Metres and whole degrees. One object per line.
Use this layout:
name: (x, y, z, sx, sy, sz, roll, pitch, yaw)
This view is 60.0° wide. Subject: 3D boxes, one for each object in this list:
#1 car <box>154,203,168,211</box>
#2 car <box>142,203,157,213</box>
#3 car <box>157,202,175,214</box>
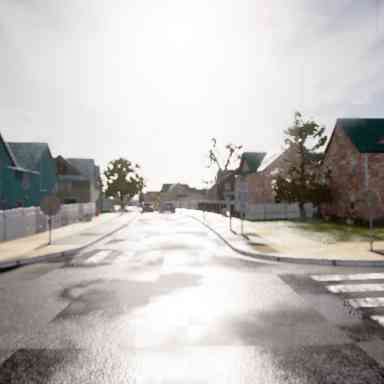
car: (-5.746, 2.714, 60.852, 1.882, 1.535, 5.008, 0, -2, -12)
car: (-7.270, 2.582, 54.596, 1.837, 1.490, 4.892, 0, -1, -10)
car: (-3.802, 2.333, 50.923, 2.097, 1.767, 4.553, 0, -1, -10)
